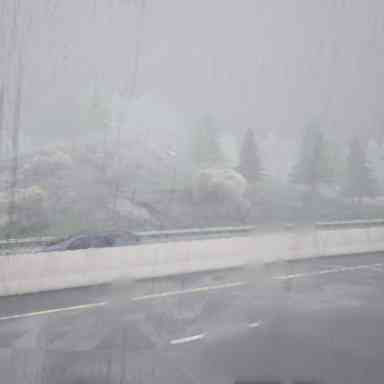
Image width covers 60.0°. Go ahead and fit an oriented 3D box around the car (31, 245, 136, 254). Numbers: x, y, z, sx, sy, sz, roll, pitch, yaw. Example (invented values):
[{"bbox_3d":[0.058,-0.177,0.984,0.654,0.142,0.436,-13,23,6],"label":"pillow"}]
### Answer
[{"bbox_3d":[-5.454,2.941,17.149,5.357,1.411,2.033,0,-4,-26],"label":"car"}]
